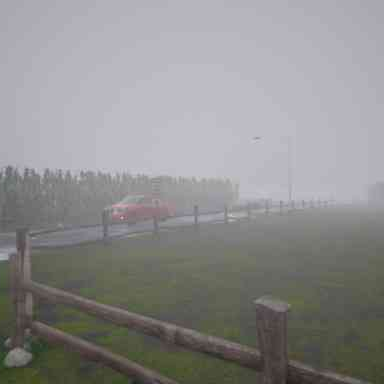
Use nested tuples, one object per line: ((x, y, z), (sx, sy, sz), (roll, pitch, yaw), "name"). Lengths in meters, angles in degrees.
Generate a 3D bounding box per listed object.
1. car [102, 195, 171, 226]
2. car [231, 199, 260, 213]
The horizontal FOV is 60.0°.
((-3.823, 1.228, 23.897), (2.150, 2.045, 5.566), (0, 0, 34), "car")
((6.250, 1.505, 38.551), (1.882, 1.535, 5.008), (0, 0, 35), "car")
